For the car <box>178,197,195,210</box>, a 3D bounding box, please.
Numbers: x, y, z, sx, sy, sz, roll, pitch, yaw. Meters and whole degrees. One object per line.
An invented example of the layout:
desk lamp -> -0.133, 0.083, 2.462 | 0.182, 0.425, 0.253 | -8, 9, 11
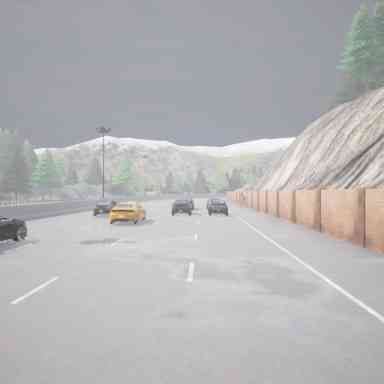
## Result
car -> -0.659, 1.477, 43.474 | 1.882, 1.535, 5.008 | 0, 0, 2

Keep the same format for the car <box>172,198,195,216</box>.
car -> -0.970, 1.505, 33.034 | 1.837, 1.490, 4.892 | 0, 0, 1

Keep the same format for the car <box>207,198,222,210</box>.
car -> 2.834, 1.525, 43.227 | 1.812, 1.442, 4.674 | 0, 0, 2

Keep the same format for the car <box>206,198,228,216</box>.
car -> 2.524, 1.491, 32.784 | 2.128, 1.511, 4.902 | 0, 0, 2

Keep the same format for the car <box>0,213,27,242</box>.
car -> -8.561, 1.491, 13.393 | 2.128, 1.511, 4.902 | 0, 0, 2

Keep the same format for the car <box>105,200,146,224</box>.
car -> -4.712, 1.477, 24.955 | 1.882, 1.535, 5.008 | 0, 0, 2

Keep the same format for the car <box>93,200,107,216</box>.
car -> -8.009, 1.526, 31.829 | 1.812, 1.442, 4.674 | 0, 0, 1
